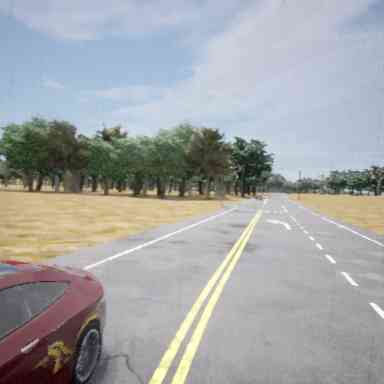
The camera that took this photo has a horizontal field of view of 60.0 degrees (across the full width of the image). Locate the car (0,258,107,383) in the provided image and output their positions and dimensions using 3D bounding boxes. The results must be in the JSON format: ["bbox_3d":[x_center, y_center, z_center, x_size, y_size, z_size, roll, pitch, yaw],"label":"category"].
[{"bbox_3d":[-2.233,1.375,2.606,1.812,1.442,4.674,4,0,10],"label":"car"}]

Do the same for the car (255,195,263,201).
[{"bbox_3d":[17.896,1.497,88.683,1.837,1.490,4.892,4,1,13],"label":"car"}]
